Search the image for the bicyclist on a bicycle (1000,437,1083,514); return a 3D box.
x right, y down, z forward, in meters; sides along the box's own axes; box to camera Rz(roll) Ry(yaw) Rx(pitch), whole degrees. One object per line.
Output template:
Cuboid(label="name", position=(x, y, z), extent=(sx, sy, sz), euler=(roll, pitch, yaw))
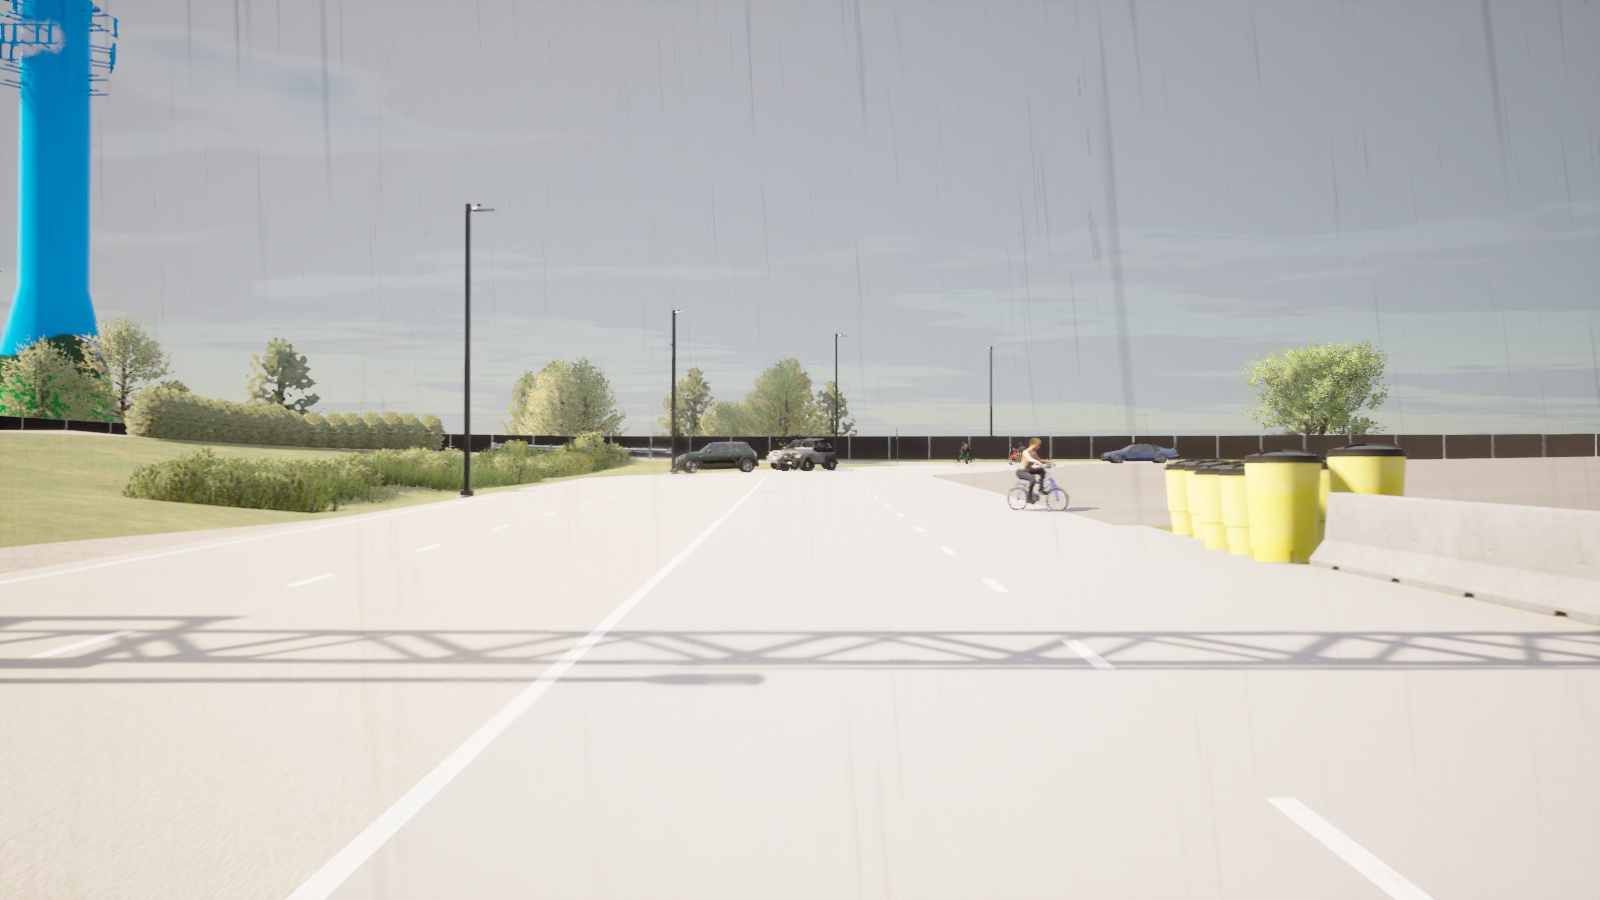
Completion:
Cuboid(label="bicyclist on a bicycle", position=(5.233, 0.544, 27.233), extent=(1.509, 1.612, 0.866), euler=(0, -1, 39))

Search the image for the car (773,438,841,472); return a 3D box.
Cuboid(label="car", position=(0.434, 0.266, 71.848), extent=(1.905, 1.878, 3.866), euler=(0, 0, 38))

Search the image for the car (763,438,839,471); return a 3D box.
Cuboid(label="car", position=(0.104, 0.250, 76.923), extent=(4.605, 1.855, 1.932), euler=(-3, 2, -45))

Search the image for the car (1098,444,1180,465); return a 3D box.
Cuboid(label="car", position=(24.049, 0.331, 89.244), extent=(5.357, 1.411, 2.033), euler=(-1, -1, 3))

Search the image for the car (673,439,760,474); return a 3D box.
Cuboid(label="car", position=(-4.557, 0.362, 68.136), extent=(4.553, 1.767, 2.097), euler=(-1, 0, -8))
